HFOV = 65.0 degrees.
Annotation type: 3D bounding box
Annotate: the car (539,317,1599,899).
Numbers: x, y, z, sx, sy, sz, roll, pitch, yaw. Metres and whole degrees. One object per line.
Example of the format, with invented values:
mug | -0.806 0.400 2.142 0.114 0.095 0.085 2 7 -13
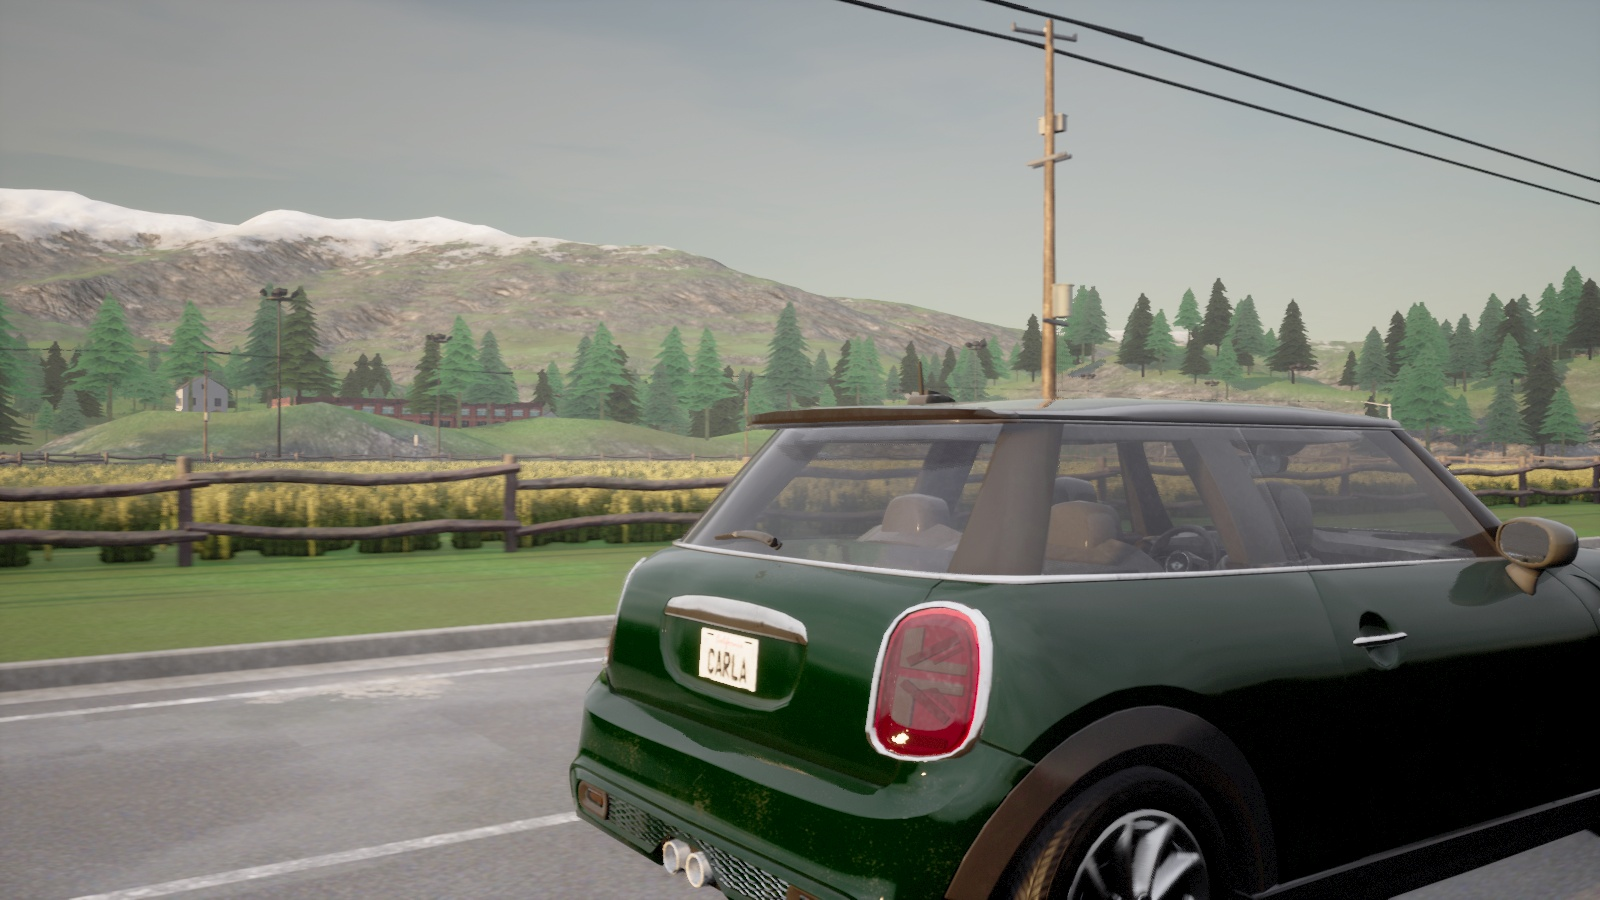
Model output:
car | 1.571 0.612 4.752 4.553 1.767 2.097 0 0 -35
